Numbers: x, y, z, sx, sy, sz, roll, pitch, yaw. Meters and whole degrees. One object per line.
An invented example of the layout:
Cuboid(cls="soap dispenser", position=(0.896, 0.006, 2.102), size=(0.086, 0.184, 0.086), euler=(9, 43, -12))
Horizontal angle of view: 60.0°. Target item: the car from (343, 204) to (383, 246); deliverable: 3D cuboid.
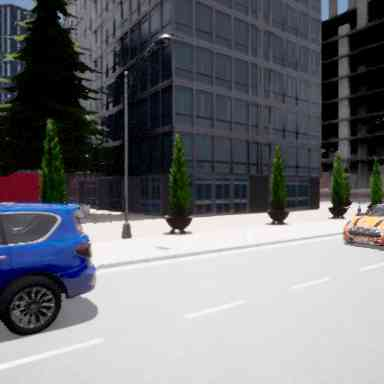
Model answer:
Cuboid(cls="car", position=(8.485, 1.292, 14.239), size=(4.553, 1.767, 2.097), euler=(0, 0, -35))

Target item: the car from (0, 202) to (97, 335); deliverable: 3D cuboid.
Cuboid(cls="car", position=(-4.345, 1.225, 5.186), size=(5.566, 2.045, 2.150), euler=(0, 0, -35))
